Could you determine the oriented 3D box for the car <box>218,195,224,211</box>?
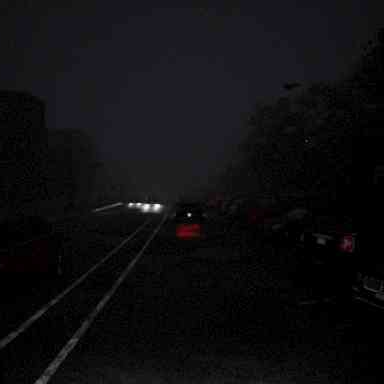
[{"bbox_3d":[4.899,1.242,26.976,4.674,1.452,2.002,0,1,-22],"label":"car"}]

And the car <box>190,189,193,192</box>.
[{"bbox_3d":[2.642,0.737,65.486,5.008,1.535,2.097,0,0,-25],"label":"car"}]

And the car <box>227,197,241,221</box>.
[{"bbox_3d":[5.071,1.275,21.038,5.008,1.535,2.097,0,0,-22],"label":"car"}]

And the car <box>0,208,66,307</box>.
[{"bbox_3d":[-4.285,1.294,6.689,2.097,1.767,4.553,0,1,0],"label":"car"}]

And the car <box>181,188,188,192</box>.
[{"bbox_3d":[0.768,0.545,86.265,5.366,1.575,1.946,0,0,-27],"label":"car"}]

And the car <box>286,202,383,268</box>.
[{"bbox_3d":[5.245,1.279,9.143,4.553,1.767,2.185,1,0,-21],"label":"car"}]

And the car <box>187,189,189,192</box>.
[{"bbox_3d":[2.131,0.679,71.401,5.008,1.535,2.097,0,1,-25],"label":"car"}]

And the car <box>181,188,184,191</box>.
[{"bbox_3d":[0.293,0.395,89.140,4.553,1.767,2.185,0,1,-27],"label":"car"}]

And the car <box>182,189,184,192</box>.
[{"bbox_3d":[0.922,0.572,83.229,5.008,1.535,2.097,0,0,-26],"label":"car"}]

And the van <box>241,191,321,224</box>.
[{"bbox_3d":[5.254,1.085,18.112,4.442,1.987,1.878,1,0,-21],"label":"van"}]

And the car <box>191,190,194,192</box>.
[{"bbox_3d":[2.865,0.797,62.511,4.792,1.488,2.163,0,1,-25],"label":"car"}]

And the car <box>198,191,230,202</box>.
[{"bbox_3d":[3.528,0.739,53.626,4.553,1.767,2.185,0,0,-24],"label":"car"}]

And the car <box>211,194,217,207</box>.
[{"bbox_3d":[4.688,1.163,32.874,4.674,1.452,2.002,0,1,-23],"label":"car"}]

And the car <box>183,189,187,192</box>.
[{"bbox_3d":[1.254,0.599,80.269,5.008,1.535,2.097,0,1,-26],"label":"car"}]

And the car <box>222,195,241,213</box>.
[{"bbox_3d":[5.173,1.238,24.076,5.366,1.575,1.946,0,0,-22],"label":"car"}]

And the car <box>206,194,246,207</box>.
[{"bbox_3d":[4.278,1.047,41.775,4.674,1.452,2.002,0,1,-23],"label":"car"}]

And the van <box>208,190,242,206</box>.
[{"bbox_3d":[4.461,0.857,35.790,4.442,1.987,1.878,0,1,-23],"label":"van"}]

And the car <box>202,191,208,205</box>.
[{"bbox_3d":[4.256,1.040,38.734,5.366,1.575,1.946,0,1,-23],"label":"car"}]

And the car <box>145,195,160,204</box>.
[{"bbox_3d":[-5.686,1.049,48.393,1.895,1.301,4.718,0,1,-3],"label":"car"}]

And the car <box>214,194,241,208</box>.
[{"bbox_3d":[4.782,1.203,29.921,4.674,1.452,2.002,0,1,-22],"label":"car"}]

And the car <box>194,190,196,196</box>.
[{"bbox_3d":[3.358,0.833,56.596,4.892,1.521,2.231,0,1,-24],"label":"car"}]

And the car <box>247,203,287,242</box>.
[{"bbox_3d":[5.200,1.383,15.095,4.674,1.452,2.002,1,1,-21],"label":"car"}]

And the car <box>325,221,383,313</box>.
[{"bbox_3d":[5.300,1.434,6.182,4.892,1.521,2.231,1,1,-20],"label":"car"}]

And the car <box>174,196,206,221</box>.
[{"bbox_3d":[-0.251,1.251,24.465,1.837,1.490,4.892,0,0,-2],"label":"car"}]

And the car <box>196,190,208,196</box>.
[{"bbox_3d":[3.970,0.683,47.719,5.566,2.045,2.435,0,0,-24],"label":"car"}]

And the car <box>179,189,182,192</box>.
[{"bbox_3d":[-0.092,0.494,92.083,5.008,1.535,2.097,0,0,-27],"label":"car"}]

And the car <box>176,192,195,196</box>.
[{"bbox_3d":[-0.985,1.085,41.997,1.994,1.385,4.181,0,1,-3],"label":"car"}]

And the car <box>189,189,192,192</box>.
[{"bbox_3d":[2.361,0.582,68.436,4.553,1.767,2.185,0,0,-25],"label":"car"}]

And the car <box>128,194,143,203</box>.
[{"bbox_3d":[-8.692,0.979,51.590,1.994,1.385,4.181,0,1,-4],"label":"car"}]
